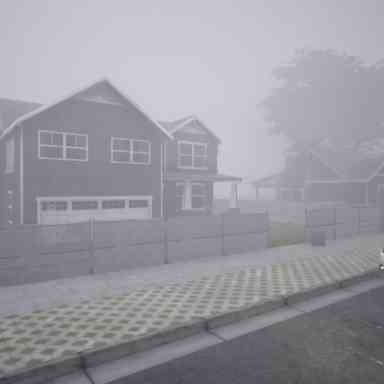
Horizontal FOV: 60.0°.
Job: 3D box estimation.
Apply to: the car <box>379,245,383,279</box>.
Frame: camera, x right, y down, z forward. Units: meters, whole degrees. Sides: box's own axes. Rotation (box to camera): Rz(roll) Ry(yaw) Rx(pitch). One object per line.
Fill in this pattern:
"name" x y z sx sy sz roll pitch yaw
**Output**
"car" 6.755 1.221 7.970 5.566 2.045 2.150 0 0 -35
